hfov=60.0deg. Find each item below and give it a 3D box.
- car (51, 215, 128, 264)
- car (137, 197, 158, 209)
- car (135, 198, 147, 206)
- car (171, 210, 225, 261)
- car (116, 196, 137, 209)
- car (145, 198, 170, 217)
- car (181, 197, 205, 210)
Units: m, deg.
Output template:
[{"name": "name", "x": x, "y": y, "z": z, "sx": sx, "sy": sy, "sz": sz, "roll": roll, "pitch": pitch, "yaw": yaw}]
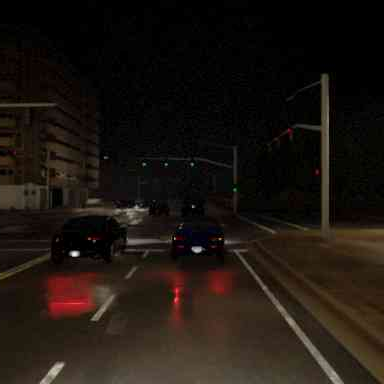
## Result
[{"name": "car", "x": -3.582, "y": 1.603, "z": 12.270, "sx": 1.837, "sy": 1.490, "sz": 4.892, "roll": 0, "pitch": -1, "yaw": -3}, {"name": "car", "x": -7.054, "y": 1.925, "z": 52.763, "sx": 1.837, "sy": 1.490, "sz": 4.892, "roll": 0, "pitch": -1, "yaw": 0}, {"name": "car", "x": -10.480, "y": 2.069, "z": 68.546, "sx": 1.812, "sy": 1.442, "sz": 4.674, "roll": 0, "pitch": 0, "yaw": 0}, {"name": "car", "x": 0.286, "y": 1.627, "z": 12.596, "sx": 1.812, "sy": 1.442, "sz": 4.674, "roll": 0, "pitch": 0, "yaw": 3}, {"name": "car", "x": -10.548, "y": 1.645, "z": 53.019, "sx": 2.150, "sy": 2.045, "sz": 5.566, "roll": 0, "pitch": -1, "yaw": 0}, {"name": "car", "x": -3.387, "y": 1.736, "z": 35.117, "sx": 1.882, "sy": 1.535, "sz": 5.008, "roll": 0, "pitch": 0, "yaw": 0}, {"name": "car", "x": 0.110, "y": 1.468, "z": 32.687, "sx": 2.150, "sy": 2.045, "sz": 5.566, "roll": 0, "pitch": -1, "yaw": 0}]
